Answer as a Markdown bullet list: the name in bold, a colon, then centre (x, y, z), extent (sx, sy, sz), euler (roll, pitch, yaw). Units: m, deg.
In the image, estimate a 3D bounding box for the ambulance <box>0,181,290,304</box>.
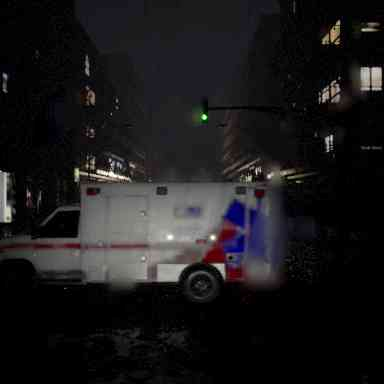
- **ambulance**: centre (-1.197, 1.019, 7.744), extent (6.366, 2.431, 2.351), euler (-1, 0, 0)
